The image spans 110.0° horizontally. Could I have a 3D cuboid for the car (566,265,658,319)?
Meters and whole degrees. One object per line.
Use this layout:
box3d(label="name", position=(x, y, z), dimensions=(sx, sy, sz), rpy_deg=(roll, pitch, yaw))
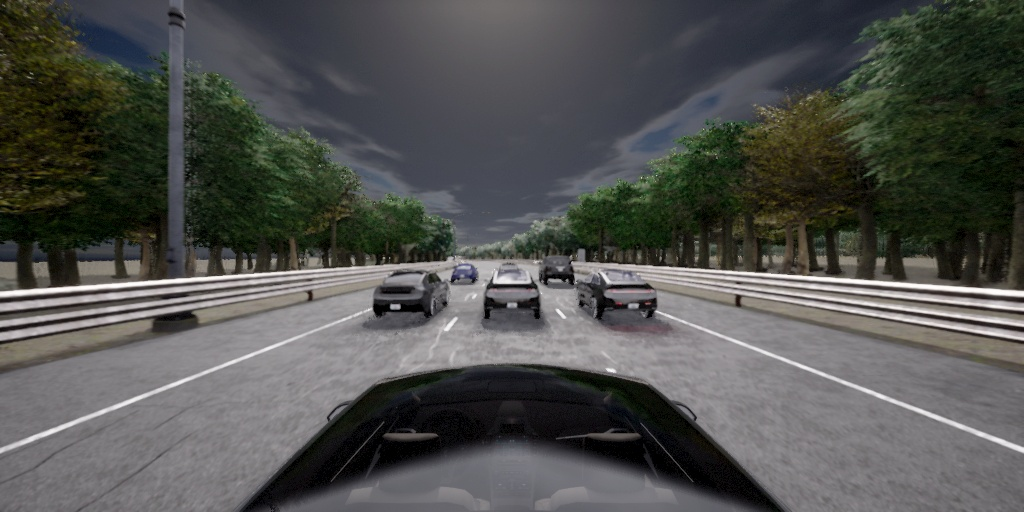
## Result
box3d(label="car", position=(3.497, 1.245, 12.779), dimensions=(2.128, 1.511, 4.902), rpy_deg=(0, 0, 0))

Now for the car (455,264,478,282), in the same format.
box3d(label="car", position=(-3.768, 1.350, 29.131), dimensions=(1.812, 1.442, 4.674), rpy_deg=(0, 0, -1))

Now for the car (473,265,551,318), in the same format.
box3d(label="car", position=(-0.005, 1.247, 12.985), dimensions=(2.128, 1.511, 4.902), rpy_deg=(0, 0, 0))

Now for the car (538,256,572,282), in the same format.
box3d(label="car", position=(3.267, 1.035, 27.109), dimensions=(2.150, 2.045, 5.566), rpy_deg=(0, 0, -1))

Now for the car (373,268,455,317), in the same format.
box3d(label="car", position=(-3.506, 1.264, 13.166), dimensions=(1.837, 1.490, 4.892), rpy_deg=(0, 0, 0))
